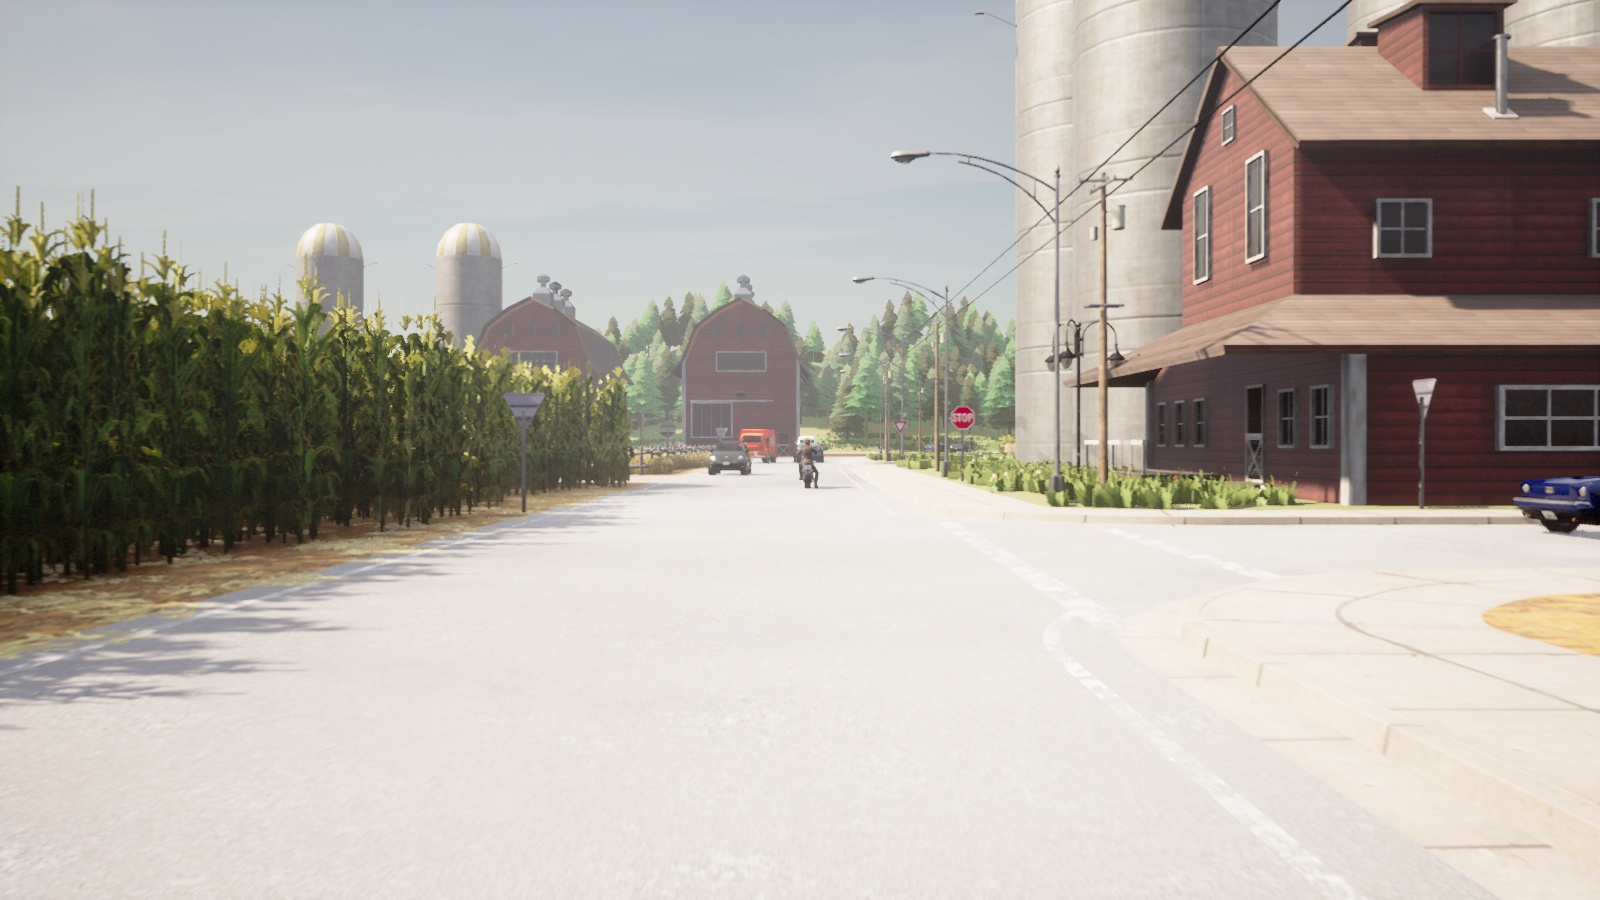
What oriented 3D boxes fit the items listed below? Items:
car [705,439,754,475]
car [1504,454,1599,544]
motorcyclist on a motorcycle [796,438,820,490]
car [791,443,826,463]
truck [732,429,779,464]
[{"bbox_3d":[-3.223,0.298,57.922,1.851,1.617,3.988,0,0,3],"label":"car"},{"bbox_3d":[13.733,0.716,19.332,4.718,1.301,1.895,0,0,-1],"label":"car"},{"bbox_3d":[0.249,0.453,41.180,0.766,1.649,2.350,0,0,0],"label":"motorcyclist on a motorcycle"},{"bbox_3d":[0.627,0.195,92.912,2.163,1.488,4.792,0,0,-5],"label":"car"},{"bbox_3d":[-3.197,-0.287,91.470,2.627,2.467,5.204,0,0,7],"label":"truck"}]
